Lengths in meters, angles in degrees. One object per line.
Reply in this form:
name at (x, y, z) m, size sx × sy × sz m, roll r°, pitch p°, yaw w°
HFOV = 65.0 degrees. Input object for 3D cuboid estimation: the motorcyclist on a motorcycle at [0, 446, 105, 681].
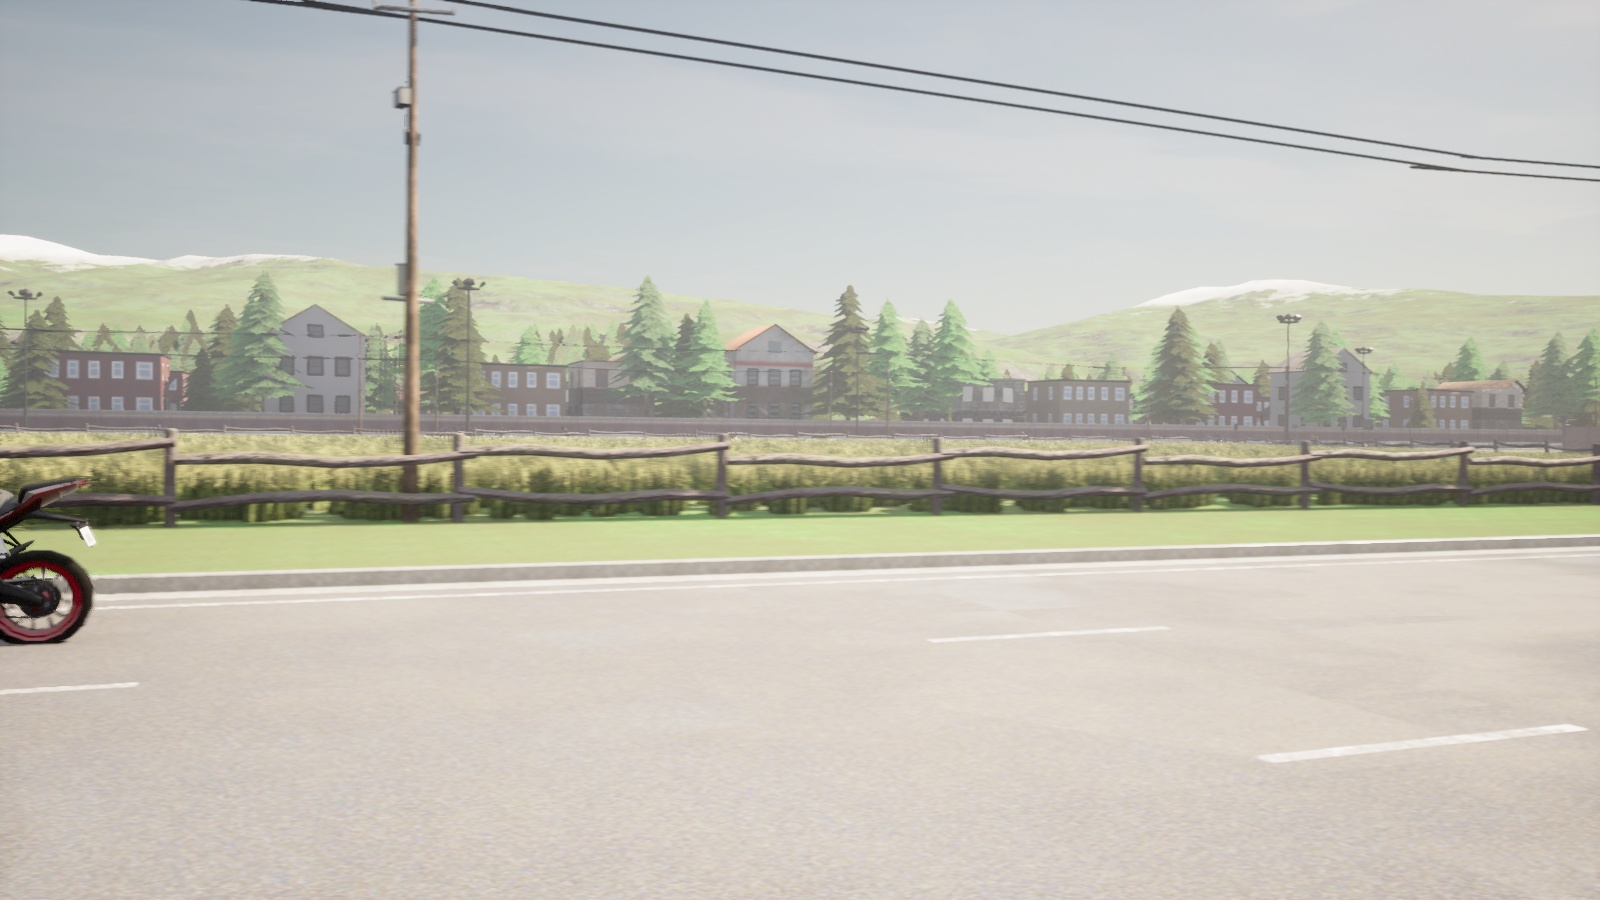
motorcyclist on a motorcycle at (-6.001, 0.760, 8.448) m, size 2.191 × 1.530 × 0.866 m, roll -1°, pitch 1°, yaw -21°
